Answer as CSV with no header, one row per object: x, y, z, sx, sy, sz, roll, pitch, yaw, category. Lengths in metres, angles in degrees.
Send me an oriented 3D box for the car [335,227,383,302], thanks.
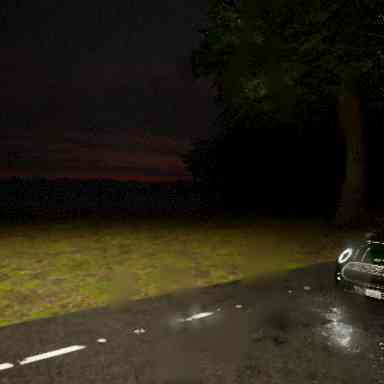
5.399,1.427,7.836,4.553,1.767,2.097,1,0,-35,car
